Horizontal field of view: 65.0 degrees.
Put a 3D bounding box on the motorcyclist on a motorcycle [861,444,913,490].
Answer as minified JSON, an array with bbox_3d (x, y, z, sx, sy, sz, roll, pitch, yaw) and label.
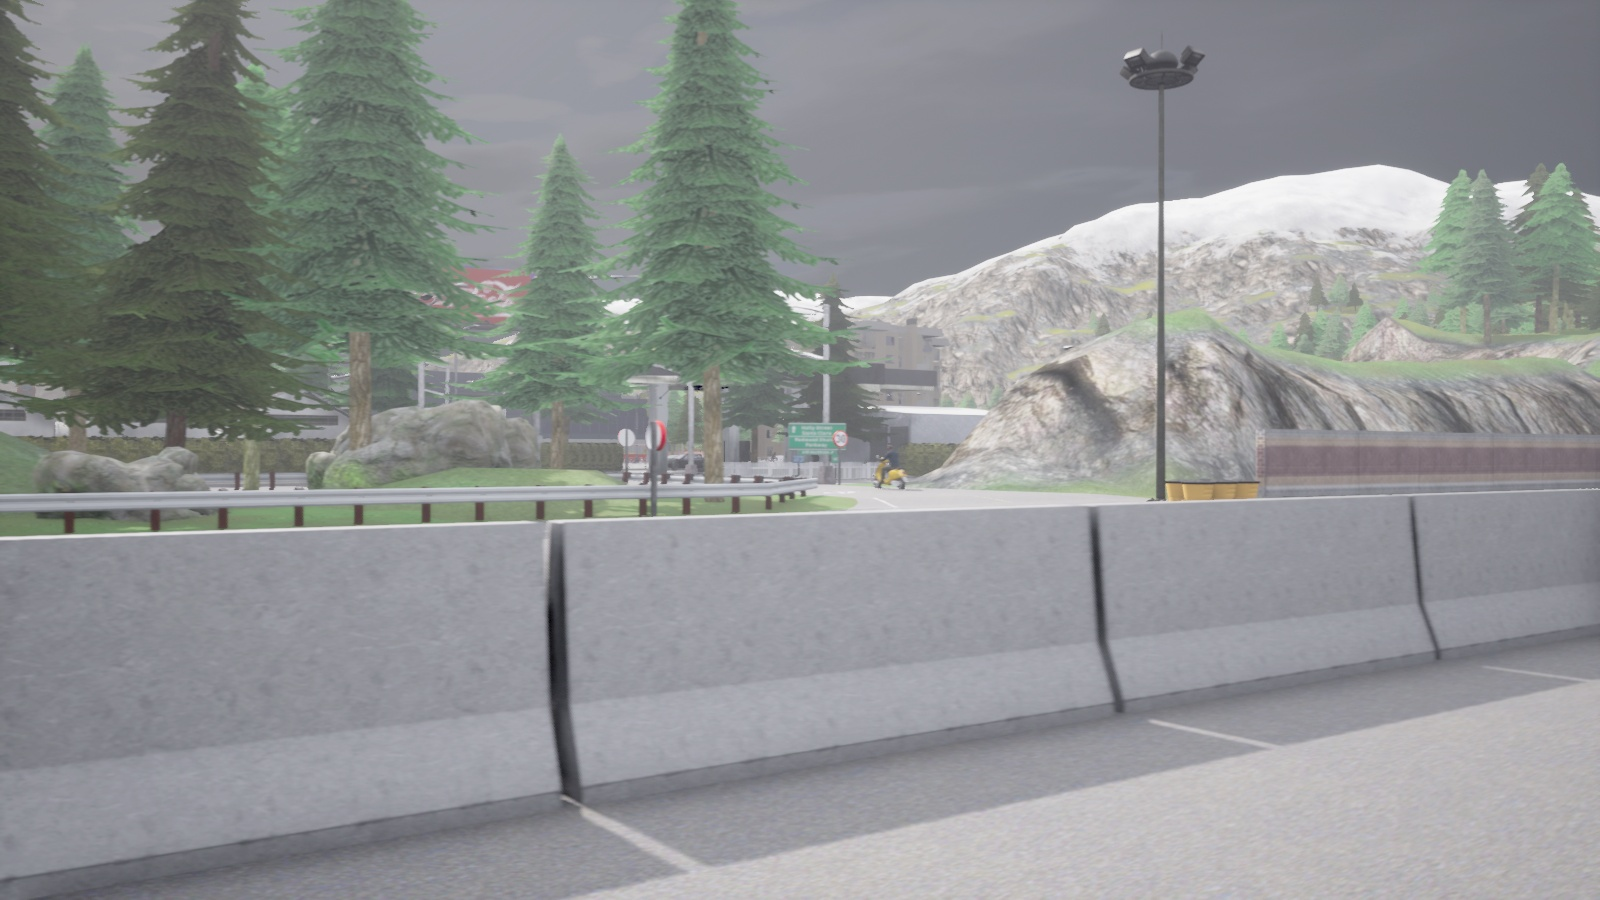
[{"bbox_3d":[3.085,0.605,44.631,0.866,1.590,1.817,0,0,-36],"label":"motorcyclist on a motorcycle"}]
